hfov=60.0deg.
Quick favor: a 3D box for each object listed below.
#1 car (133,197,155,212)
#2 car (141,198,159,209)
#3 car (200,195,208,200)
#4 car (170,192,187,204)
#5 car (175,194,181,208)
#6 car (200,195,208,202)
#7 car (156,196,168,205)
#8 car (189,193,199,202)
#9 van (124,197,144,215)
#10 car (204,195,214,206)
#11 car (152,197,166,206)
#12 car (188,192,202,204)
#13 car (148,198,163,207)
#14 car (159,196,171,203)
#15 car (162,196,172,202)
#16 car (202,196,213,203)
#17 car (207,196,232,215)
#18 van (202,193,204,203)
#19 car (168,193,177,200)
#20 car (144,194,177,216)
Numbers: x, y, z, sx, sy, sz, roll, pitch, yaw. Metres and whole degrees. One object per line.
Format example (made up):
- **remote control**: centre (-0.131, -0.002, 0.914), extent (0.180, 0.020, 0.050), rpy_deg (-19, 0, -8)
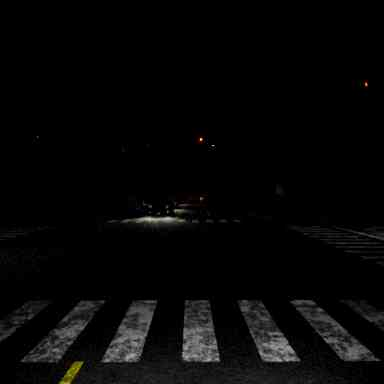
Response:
- **car**: centre (-5.617, 1.442, 39.137), extent (1.967, 1.590, 4.097), rpy_deg (0, 0, 0)
- **car**: centre (-5.582, 1.568, 44.806), extent (1.947, 1.339, 4.313), rpy_deg (0, 0, 0)
- **car**: centre (3.230, 1.557, 90.110), extent (1.947, 1.339, 4.313), rpy_deg (0, 0, 0)
- **car**: centre (-2.668, 1.224, 62.180), extent (2.150, 2.045, 5.566), rpy_deg (0, 0, 1)
- **car**: centre (-2.821, 1.480, 44.845), extent (1.882, 1.535, 5.008), rpy_deg (0, 0, 0)
- **car**: centre (2.846, 1.452, 79.604), extent (1.801, 1.575, 5.366), rpy_deg (0, 0, 0)
- **car**: centre (-5.476, 1.526, 61.640), extent (1.752, 1.417, 4.829), rpy_deg (0, 0, 0)
- **car**: centre (0.459, 1.185, 73.800), extent (2.097, 1.767, 4.553), rpy_deg (0, 0, 0)
- **van**: centre (-5.653, 1.343, 33.469), extent (1.690, 1.788, 3.998), rpy_deg (0, 0, 0)
- **car**: centre (2.944, 1.443, 44.756), extent (1.967, 1.590, 4.097), rpy_deg (0, 0, 0)
- **car**: centre (-5.510, 1.568, 56.142), extent (1.947, 1.339, 4.313), rpy_deg (0, 0, 0)
- **car**: centre (0.395, 1.222, 63.440), extent (2.150, 2.045, 5.566), rpy_deg (0, 0, 0)
- **car**: centre (-5.546, 1.584, 50.474), extent (1.802, 1.307, 4.206), rpy_deg (0, 0, 0)
- **car**: centre (-5.439, 1.566, 67.478), extent (1.947, 1.339, 4.313), rpy_deg (0, 0, 0)
- **car**: centre (-5.403, 1.542, 73.146), extent (1.887, 1.381, 4.507), rpy_deg (0, 0, 0)
- **car**: centre (3.087, 1.551, 67.433), extent (2.008, 1.369, 4.403), rpy_deg (0, 0, 0)
- **car**: centre (2.872, 1.442, 33.418), extent (1.967, 1.590, 4.097), rpy_deg (0, 0, 0)
- **van**: centre (3.015, 1.343, 56.094), extent (1.690, 1.788, 3.998), rpy_deg (0, 0, 0)
- **car**: centre (-5.296, 1.306, 90.151), extent (2.192, 1.841, 5.009), rpy_deg (0, 0, 0)
- **car**: centre (-2.943, 1.353, 32.168), extent (2.097, 1.767, 4.553), rpy_deg (0, 0, 2)
